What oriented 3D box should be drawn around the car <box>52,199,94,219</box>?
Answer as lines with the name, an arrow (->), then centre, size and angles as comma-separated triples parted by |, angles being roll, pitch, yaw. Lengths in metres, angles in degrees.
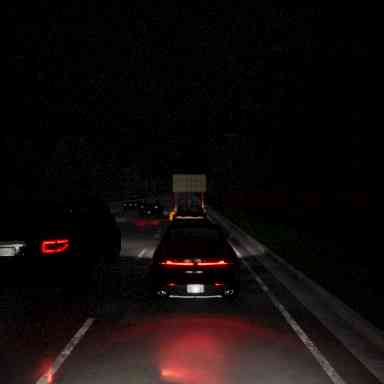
car -> -10.640, 1.493, 30.248 | 2.128, 1.511, 4.902 | 0, 0, 0

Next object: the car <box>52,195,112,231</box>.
car -> -7.065, 1.221, 22.058 | 2.150, 2.045, 5.566 | 0, 0, -1

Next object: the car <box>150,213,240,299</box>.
car -> 0.047, 1.505, 8.453 | 1.837, 1.490, 4.892 | 0, 0, 0

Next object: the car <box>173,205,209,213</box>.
car -> -0.066, 1.488, 18.842 | 2.128, 1.511, 4.902 | 0, 0, 1

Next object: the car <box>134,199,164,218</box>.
car -> -3.638, 1.492, 30.476 | 2.128, 1.511, 4.902 | 0, 0, -1

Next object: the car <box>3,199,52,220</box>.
car -> -14.126, 1.477, 28.944 | 1.882, 1.535, 5.008 | 0, 0, 0

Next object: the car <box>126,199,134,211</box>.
car -> -7.237, 1.547, 41.466 | 2.033, 1.411, 5.357 | 0, 0, 0

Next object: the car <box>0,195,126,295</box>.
car -> -3.451, 1.219, 8.859 | 2.150, 2.045, 5.566 | 0, 0, 0

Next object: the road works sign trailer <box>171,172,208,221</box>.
road works sign trailer -> -0.186, 0.464, 22.712 | 2.380, 3.560, 2.880 | 0, 0, -3
